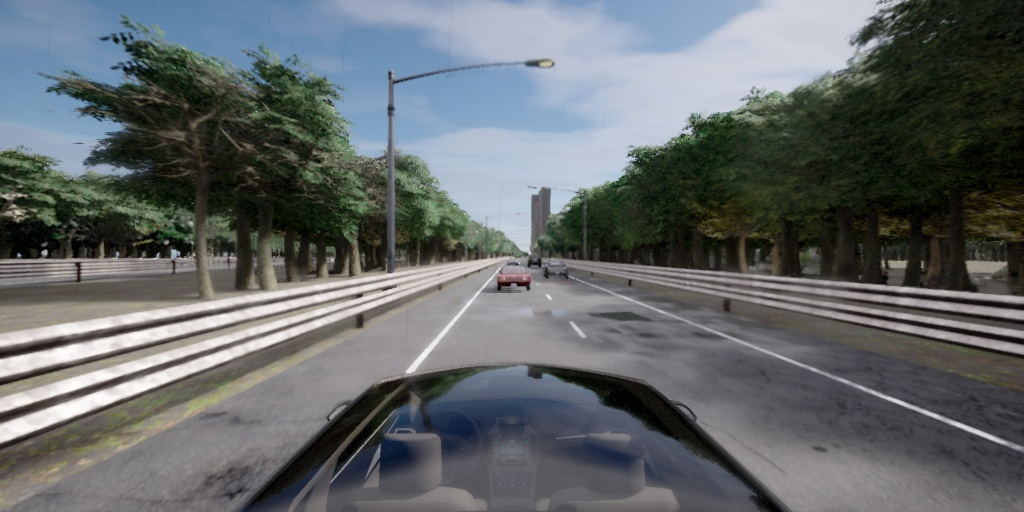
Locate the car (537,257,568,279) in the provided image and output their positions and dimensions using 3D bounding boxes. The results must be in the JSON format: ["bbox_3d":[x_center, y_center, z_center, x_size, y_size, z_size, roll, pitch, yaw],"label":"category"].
[{"bbox_3d":[3.600,1.127,30.593,2.128,1.511,4.902,0,0,0],"label":"car"}]

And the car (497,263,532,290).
[{"bbox_3d":[0.100,1.270,21.673,1.895,1.301,4.718,0,0,0],"label":"car"}]

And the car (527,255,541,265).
[{"bbox_3d":[3.587,0.780,57.049,2.150,2.045,5.566,0,0,1],"label":"car"}]

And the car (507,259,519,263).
[{"bbox_3d":[0.100,1.152,59.741,1.895,1.301,4.718,0,0,-1],"label":"car"}]
